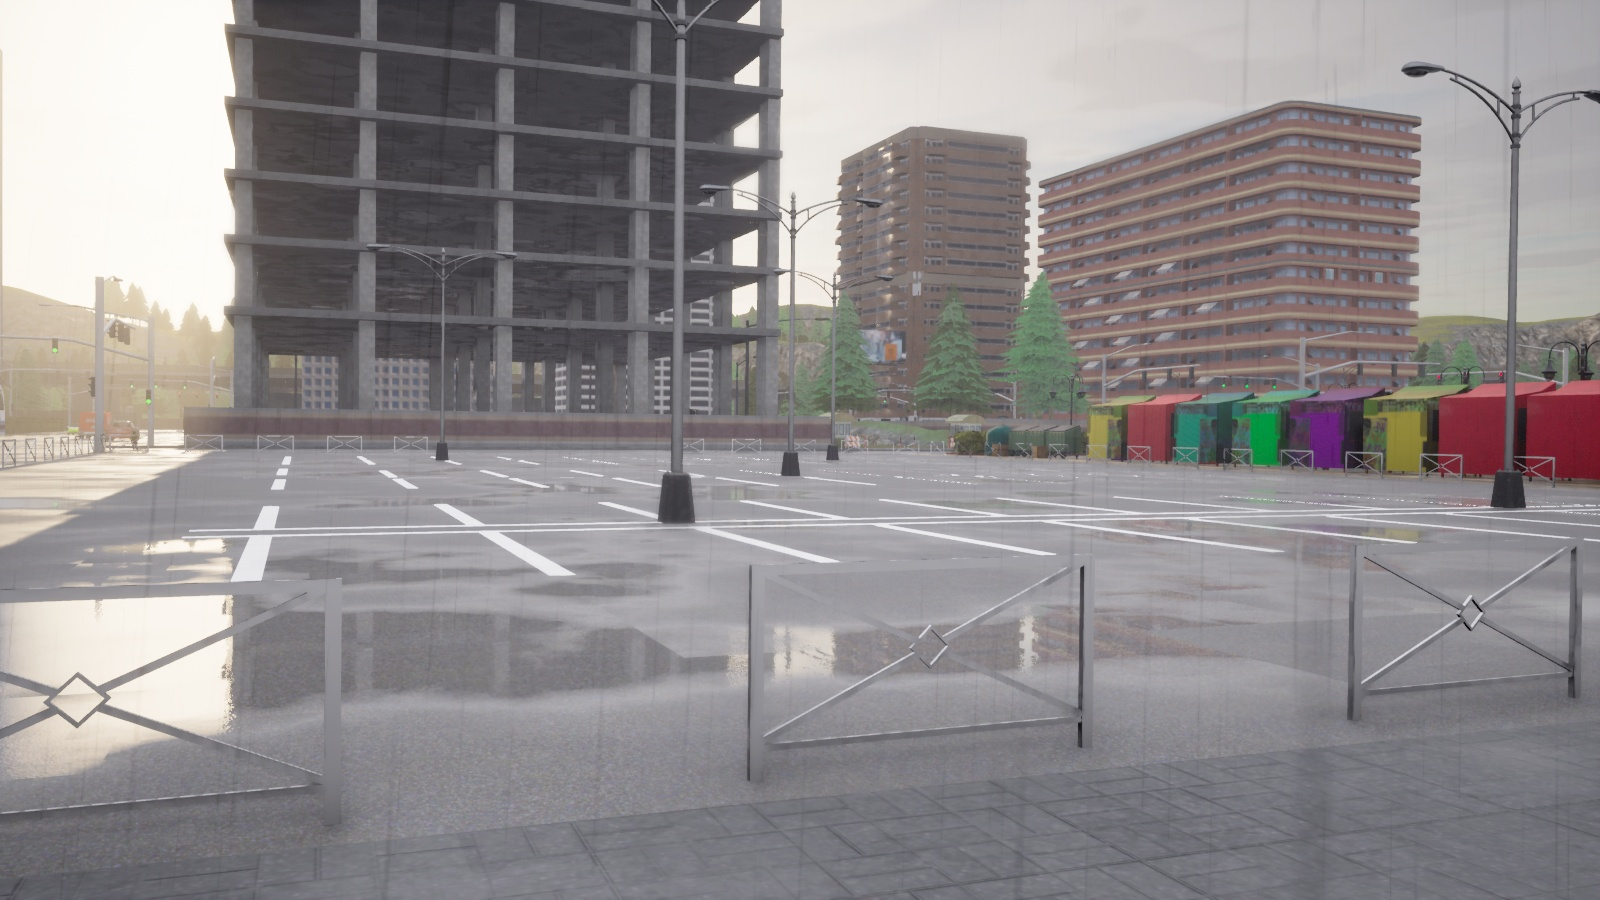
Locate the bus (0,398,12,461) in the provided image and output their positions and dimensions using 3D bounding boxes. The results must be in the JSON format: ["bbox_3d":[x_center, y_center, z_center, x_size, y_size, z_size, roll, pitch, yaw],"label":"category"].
[{"bbox_3d":[-54.720,-1.317,81.763,3.944,4.253,10.273,-1,1,-22],"label":"bus"}]
